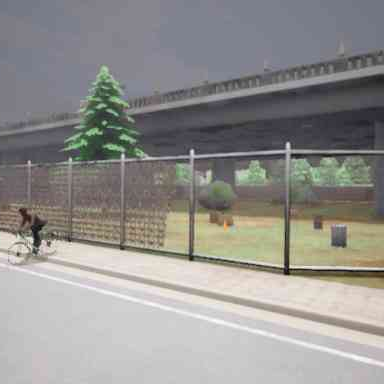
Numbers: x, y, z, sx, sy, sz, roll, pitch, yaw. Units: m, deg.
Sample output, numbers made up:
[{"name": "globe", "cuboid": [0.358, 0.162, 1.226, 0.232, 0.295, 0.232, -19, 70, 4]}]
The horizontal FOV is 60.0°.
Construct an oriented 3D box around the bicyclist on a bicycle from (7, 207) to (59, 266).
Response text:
[{"name": "bicyclist on a bicycle", "cuboid": [-4.739, 1.231, 9.849, 0.582, 1.620, 1.656, 1, 10, 34]}]
